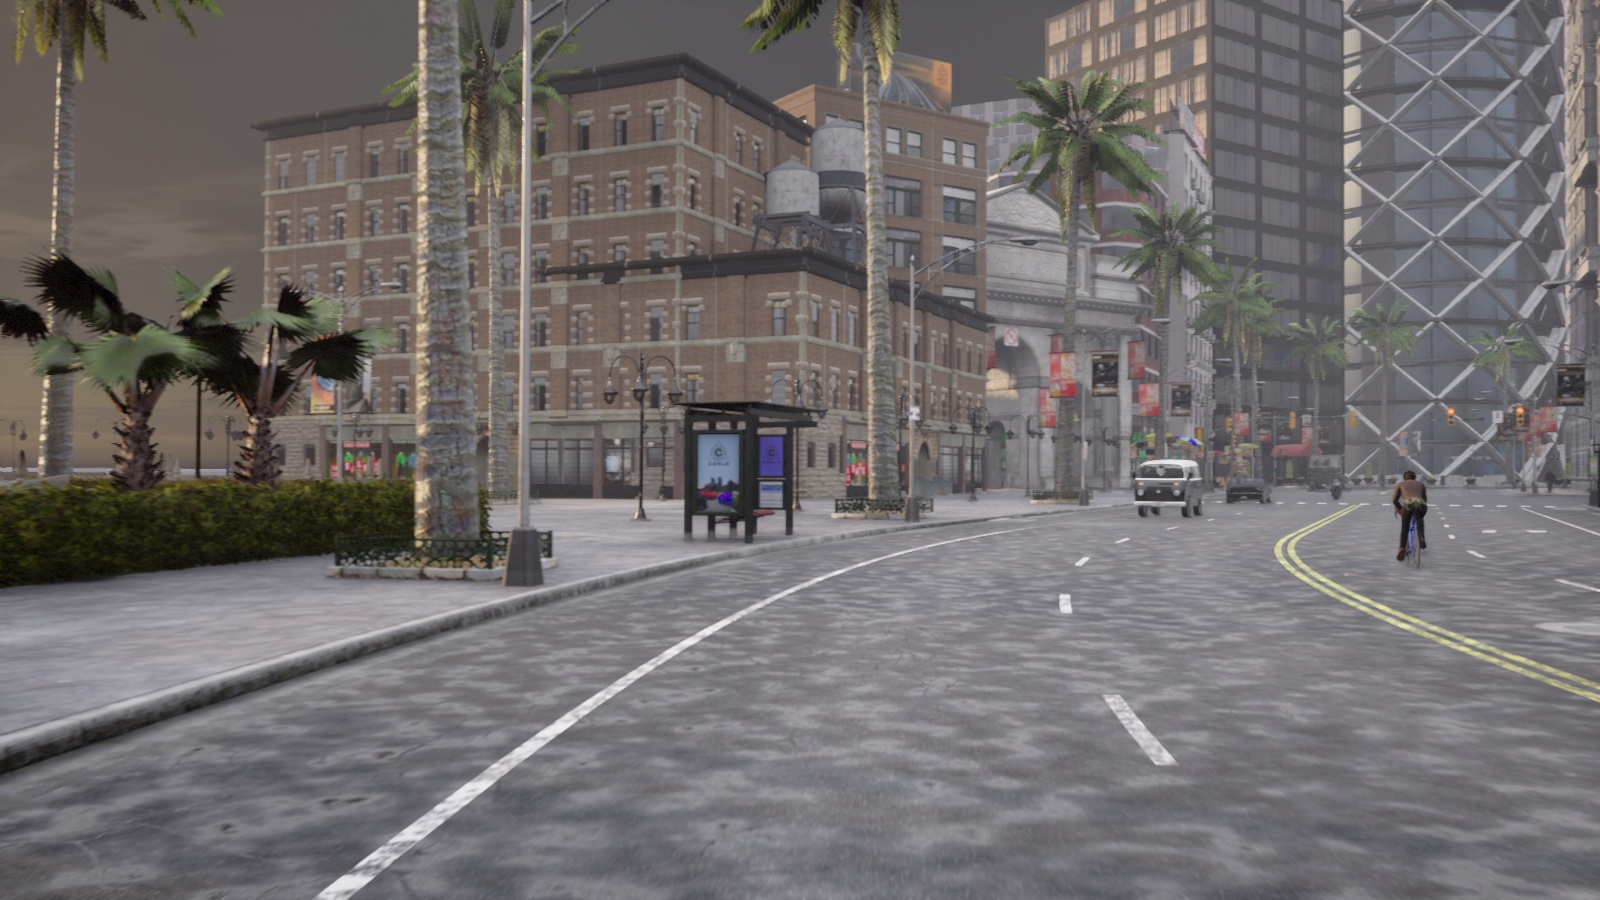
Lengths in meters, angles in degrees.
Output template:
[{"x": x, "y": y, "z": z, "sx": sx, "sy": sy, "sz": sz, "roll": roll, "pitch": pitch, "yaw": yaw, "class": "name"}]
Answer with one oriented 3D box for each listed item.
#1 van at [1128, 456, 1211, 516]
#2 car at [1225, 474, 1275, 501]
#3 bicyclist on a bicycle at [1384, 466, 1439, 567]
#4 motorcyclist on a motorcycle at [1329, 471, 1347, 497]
[{"x": 13.276, "y": 1.248, "z": 44.948, "sx": 2.069, "sy": 2.038, "sz": 4.480, "roll": -1, "pitch": -1, "yaw": 26, "class": "van"}, {"x": 23.568, "y": 1.939, "z": 65.665, "sx": 1.895, "sy": 1.301, "sz": 4.718, "roll": -1, "pitch": -1, "yaw": 26, "class": "car"}, {"x": 10.285, "y": 1.089, "z": 21.158, "sx": 0.582, "sy": 1.620, "sz": 1.656, "roll": 0, "pitch": -1, "yaw": 17, "class": "bicyclist on a bicycle"}, {"x": 32.260, "y": 2.007, "z": 75.300, "sx": 0.866, "sy": 1.530, "sz": 2.191, "roll": -1, "pitch": -1, "yaw": 26, "class": "motorcyclist on a motorcycle"}]
